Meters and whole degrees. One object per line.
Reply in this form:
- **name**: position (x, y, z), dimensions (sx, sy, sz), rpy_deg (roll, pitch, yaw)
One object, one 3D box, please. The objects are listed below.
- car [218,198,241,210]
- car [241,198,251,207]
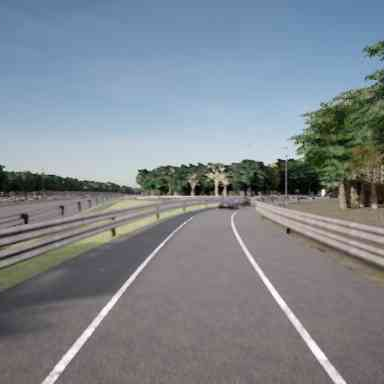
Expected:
- **car**: position (4.728, 1.578, 43.288), dimensions (1.994, 1.385, 4.181), rpy_deg (0, 0, 17)
- **car**: position (7.837, 1.573, 52.591), dimensions (2.033, 1.411, 5.357), rpy_deg (0, 0, 23)
